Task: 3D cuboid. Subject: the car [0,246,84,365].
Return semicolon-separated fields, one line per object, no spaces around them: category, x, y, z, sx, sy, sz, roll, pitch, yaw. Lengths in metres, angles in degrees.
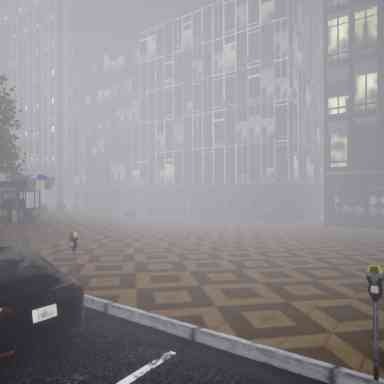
car;-3.549;1.566;5.405;4.313;1.339;1.947;0;0;35
